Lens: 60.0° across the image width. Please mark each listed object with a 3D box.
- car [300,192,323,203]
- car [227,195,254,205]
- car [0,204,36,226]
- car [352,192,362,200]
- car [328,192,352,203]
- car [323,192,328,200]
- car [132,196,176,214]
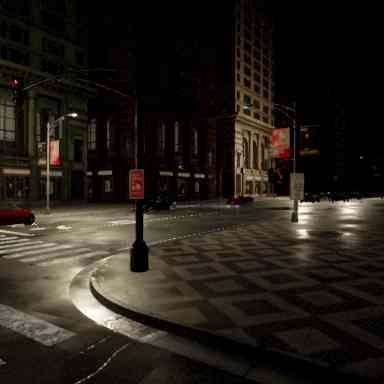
[{"bbox_3d":[17.242,0.912,48.590,1.994,1.385,4.181,0,1,35],"label":"car"},{"bbox_3d":[6.541,1.030,45.050,1.895,1.301,4.718,0,1,36],"label":"car"},{"bbox_3d":[-11.540,1.390,19.637,1.994,1.385,4.181,0,1,36],"label":"car"},{"bbox_3d":[29.593,0.675,60.380,1.812,1.442,4.674,0,1,35],"label":"car"},{"bbox_3d":[22.439,0.834,50.303,1.812,1.442,4.674,0,1,36],"label":"car"},{"bbox_3d":[22.983,0.714,56.673,2.128,1.511,4.902,0,1,35],"label":"car"},{"bbox_3d":[-3.472,1.151,30.997,1.837,1.490,4.892,0,1,35],"label":"car"}]
